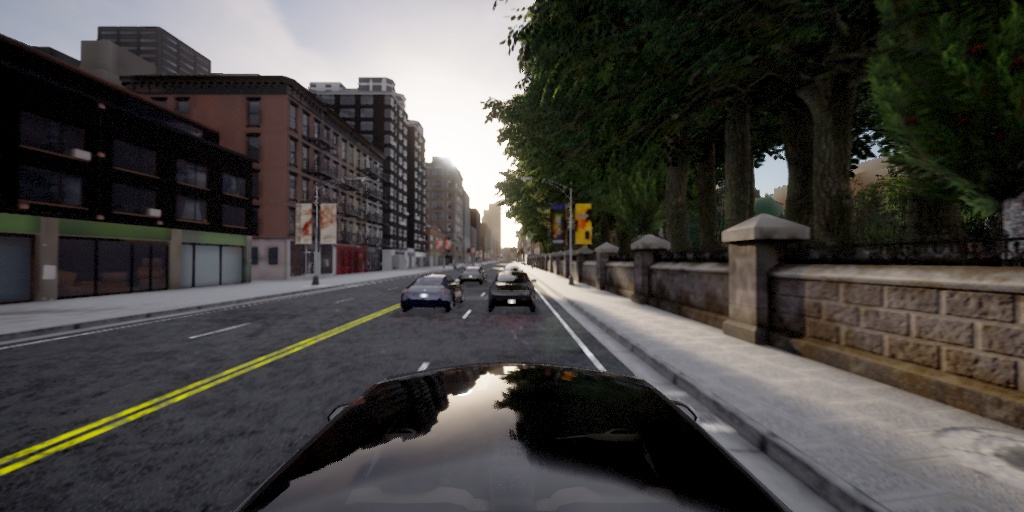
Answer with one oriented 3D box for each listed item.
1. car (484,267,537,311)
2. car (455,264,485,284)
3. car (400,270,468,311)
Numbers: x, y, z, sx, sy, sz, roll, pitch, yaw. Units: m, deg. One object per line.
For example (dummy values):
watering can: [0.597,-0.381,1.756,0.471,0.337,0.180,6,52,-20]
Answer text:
car: [0.006,1.399,15.344,1.837,1.490,4.892,0,0,0]
car: [-3.261,1.611,30.365,1.994,1.385,4.181,0,-1,0]
car: [-3.243,1.455,15.274,1.994,1.385,4.181,0,-1,0]
